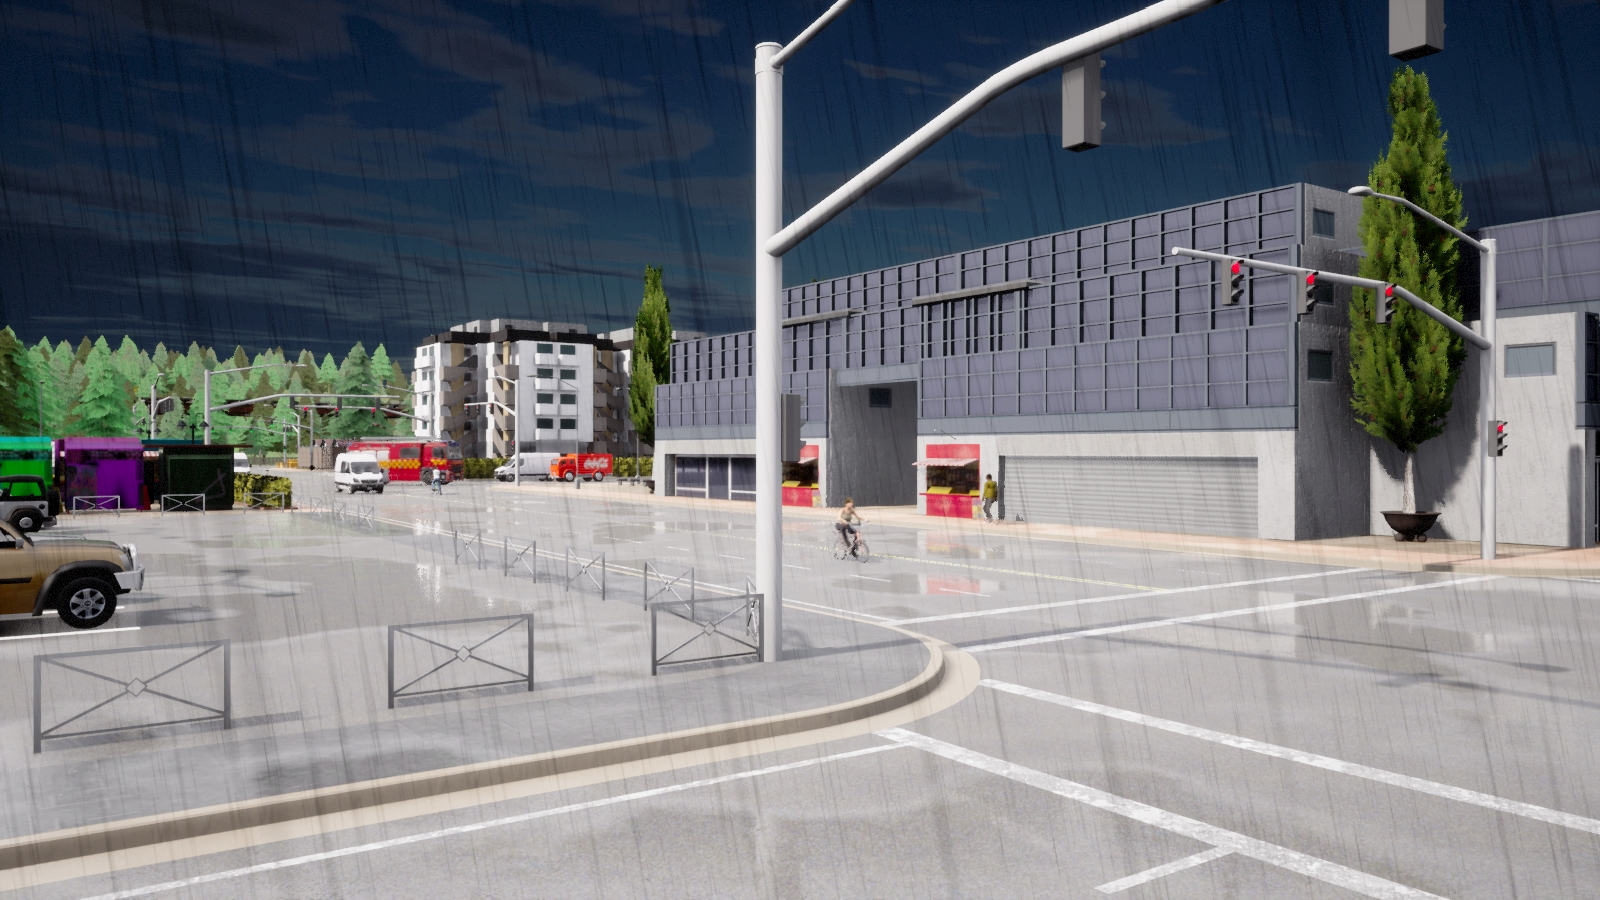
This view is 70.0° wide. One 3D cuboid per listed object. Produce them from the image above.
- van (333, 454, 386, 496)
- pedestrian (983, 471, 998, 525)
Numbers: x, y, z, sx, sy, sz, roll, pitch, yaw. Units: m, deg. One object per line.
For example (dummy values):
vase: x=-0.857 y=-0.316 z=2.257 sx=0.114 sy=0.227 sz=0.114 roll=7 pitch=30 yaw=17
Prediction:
van: x=-28.399 y=1.534 z=73.585 sx=1.988 sy=2.561 sz=5.915 roll=0 pitch=0 yaw=-33
pedestrian: x=6.764 y=1.696 z=40.522 sx=0.375 sy=1.860 sz=0.375 roll=0 pitch=0 yaw=-28
